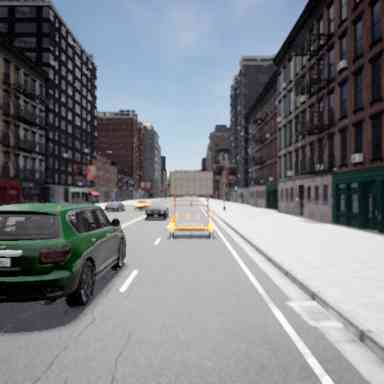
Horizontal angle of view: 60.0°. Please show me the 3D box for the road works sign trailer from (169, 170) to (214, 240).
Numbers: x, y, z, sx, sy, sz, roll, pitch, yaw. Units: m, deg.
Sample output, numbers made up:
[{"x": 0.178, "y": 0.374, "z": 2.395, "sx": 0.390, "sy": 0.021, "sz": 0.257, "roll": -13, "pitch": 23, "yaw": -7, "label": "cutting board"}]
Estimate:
[{"x": -0.025, "y": 0.590, "z": 17.925, "sx": 2.380, "sy": 3.560, "sz": 2.880, "roll": 0, "pitch": 0, "yaw": 0, "label": "road works sign trailer"}]

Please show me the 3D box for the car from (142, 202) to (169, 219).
[{"x": -3.194, "y": 1.824, "z": 31.584, "sx": 1.895, "sy": 1.301, "sz": 4.718, "roll": 0, "pitch": 0, "yaw": 0, "label": "car"}]

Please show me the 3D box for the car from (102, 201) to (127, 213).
[{"x": -9.904, "y": 1.852, "z": 42.905, "sx": 2.033, "sy": 1.411, "sz": 5.357, "roll": 0, "pitch": 0, "yaw": 0, "label": "car"}]

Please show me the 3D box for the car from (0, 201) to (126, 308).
[{"x": -3.159, "y": 1.279, "z": 8.202, "sx": 2.150, "sy": 2.045, "sz": 5.566, "roll": 0, "pitch": 0, "yaw": 0, "label": "car"}]

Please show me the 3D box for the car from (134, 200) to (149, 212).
[{"x": -6.654, "y": 1.798, "z": 45.111, "sx": 1.882, "sy": 1.535, "sz": 5.008, "roll": 0, "pitch": 0, "yaw": 0, "label": "car"}]
